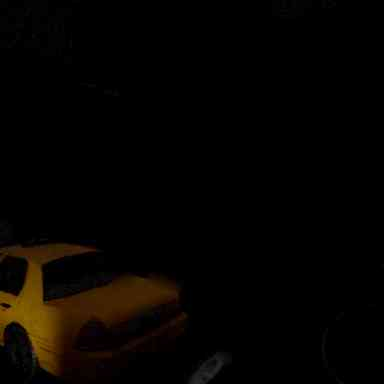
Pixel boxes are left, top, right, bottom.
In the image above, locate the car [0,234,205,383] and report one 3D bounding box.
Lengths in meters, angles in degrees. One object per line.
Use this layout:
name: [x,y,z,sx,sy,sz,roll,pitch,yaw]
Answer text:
car: [-2.598,1.470,5.384,5.366,1.575,1.946,0,0,35]
